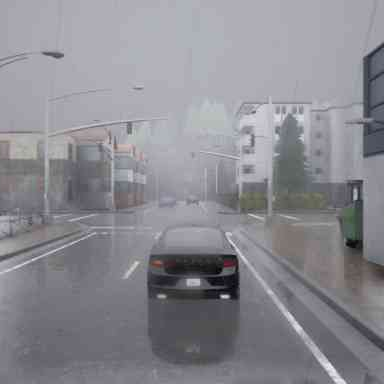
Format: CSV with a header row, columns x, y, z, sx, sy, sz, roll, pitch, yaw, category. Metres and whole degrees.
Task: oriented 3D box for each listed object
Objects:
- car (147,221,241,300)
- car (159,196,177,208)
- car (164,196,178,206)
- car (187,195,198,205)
x,y,z,sx,sy,sz,roll,pitch,yaw,category
0.049,1.478,8.475,1.882,1.535,5.008,0,0,1,car
-3.599,1.477,47.443,1.882,1.535,5.008,0,0,0,car
-3.579,1.491,57.794,2.128,1.511,4.902,0,0,0,car
0.096,1.352,60.280,2.097,1.767,4.553,0,0,0,car
